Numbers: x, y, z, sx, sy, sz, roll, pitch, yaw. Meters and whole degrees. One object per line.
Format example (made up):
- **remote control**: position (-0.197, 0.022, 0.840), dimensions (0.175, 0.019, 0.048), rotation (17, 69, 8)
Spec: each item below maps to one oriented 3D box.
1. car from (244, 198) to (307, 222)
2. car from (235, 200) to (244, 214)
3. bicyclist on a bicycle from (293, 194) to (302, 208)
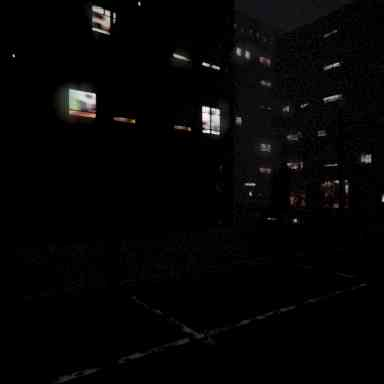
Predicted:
- **car**: position (6.254, 1.342, 24.195), dimensions (2.008, 1.369, 4.403), rotation (1, 0, -36)
- **car**: position (5.807, 1.259, 29.195), dimensions (1.812, 1.442, 4.674), rotation (0, 1, -36)
- **bicyclist on a bicycle**: position (11.503, 1.011, 36.215), dimensions (1.656, 1.620, 0.582), rotation (0, 1, -36)
